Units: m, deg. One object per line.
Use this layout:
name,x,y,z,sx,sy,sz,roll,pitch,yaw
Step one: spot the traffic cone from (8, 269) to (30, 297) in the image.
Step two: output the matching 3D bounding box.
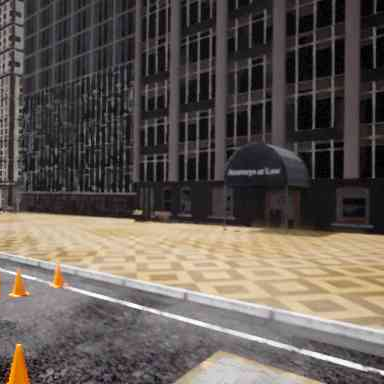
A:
traffic cone,-4.018,2.088,7.731,0.340,0.580,0.340,-1,-1,36

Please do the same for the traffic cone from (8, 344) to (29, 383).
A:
traffic cone,-1.961,2.022,3.759,0.340,0.580,0.340,-1,-1,36

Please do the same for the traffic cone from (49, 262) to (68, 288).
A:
traffic cone,-3.429,2.102,8.538,0.340,0.580,0.340,-1,-1,36
